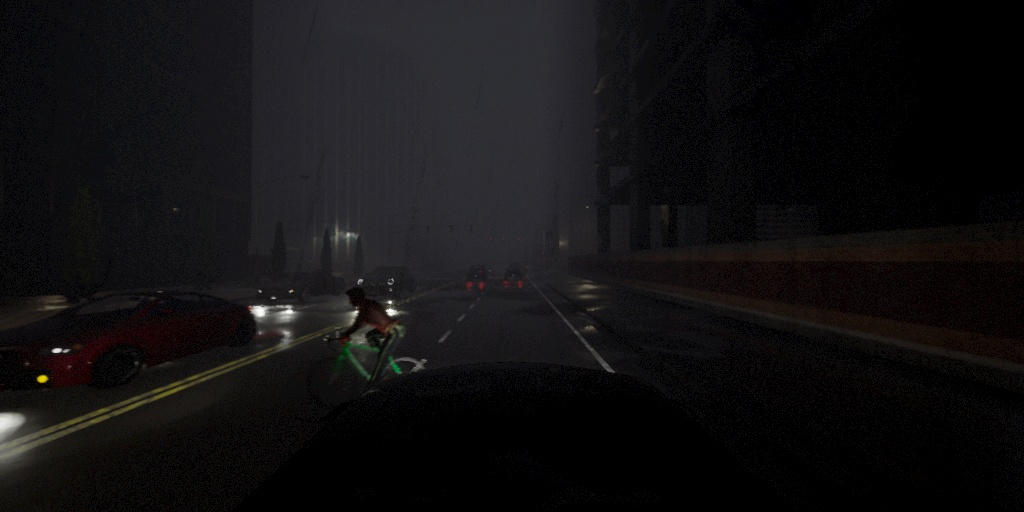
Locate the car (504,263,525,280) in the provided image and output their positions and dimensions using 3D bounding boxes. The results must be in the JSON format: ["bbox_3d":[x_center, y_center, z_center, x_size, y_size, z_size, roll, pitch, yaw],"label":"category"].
[{"bbox_3d":[0.157,1.723,37.182,1.812,1.442,4.674,0,-1,0],"label":"car"}]

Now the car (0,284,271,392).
[{"bbox_3d":[-7.092,1.378,6.854,1.994,1.385,4.181,0,-1,0],"label":"car"}]

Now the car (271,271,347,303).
[{"bbox_3d":[-10.562,1.509,18.555,2.033,1.411,5.357,0,-1,0],"label":"car"}]

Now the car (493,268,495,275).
[{"bbox_3d":[-3.310,1.874,47.388,2.033,1.411,5.357,0,-1,0],"label":"car"}]

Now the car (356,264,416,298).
[{"bbox_3d":[-7.051,1.337,20.419,2.097,1.767,4.553,0,-1,0],"label":"car"}]

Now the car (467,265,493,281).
[{"bbox_3d":[-3.333,1.666,35.375,2.128,1.511,4.902,0,-1,0],"label":"car"}]

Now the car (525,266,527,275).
[{"bbox_3d":[0.618,1.664,46.274,2.097,1.767,4.553,0,-1,8],"label":"car"}]

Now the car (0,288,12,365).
[{"bbox_3d":[-10.592,1.312,4.597,1.812,1.442,4.674,0,-1,0],"label":"car"}]

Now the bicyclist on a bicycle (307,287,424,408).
[{"bbox_3d":[-1.939,1.241,4.831,1.656,1.620,0.582,0,-1,0],"label":"bicyclist on a bicycle"}]
